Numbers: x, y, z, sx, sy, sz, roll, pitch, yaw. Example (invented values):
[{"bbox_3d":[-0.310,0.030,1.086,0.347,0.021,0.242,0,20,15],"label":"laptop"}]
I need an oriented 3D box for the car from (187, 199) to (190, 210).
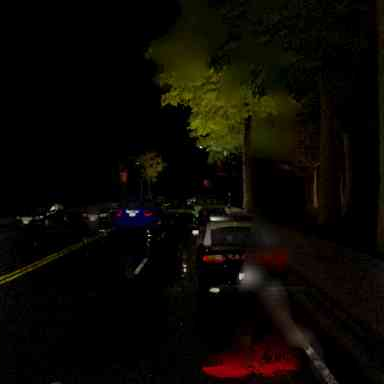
[{"bbox_3d":[0.325,1.599,44.387,1.994,1.385,4.181,0,0,0],"label":"car"}]

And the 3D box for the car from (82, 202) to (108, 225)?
[{"bbox_3d":[-6.435,1.503,24.065,2.128,1.511,4.902,0,0,0],"label":"car"}]

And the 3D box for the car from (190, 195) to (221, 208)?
[{"bbox_3d":[1.147,1.237,24.886,2.150,2.045,5.566,0,0,0],"label":"car"}]

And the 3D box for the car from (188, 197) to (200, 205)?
[{"bbox_3d":[0.407,1.614,61.141,2.033,1.411,5.357,0,0,0],"label":"car"}]

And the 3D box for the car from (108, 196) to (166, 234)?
[{"bbox_3d":[-3.013,1.230,19.566,2.150,2.045,5.566,0,0,0],"label":"car"}]

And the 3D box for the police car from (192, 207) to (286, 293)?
[{"bbox_3d":[1.042,1.425,8.965,1.930,1.638,5.238,0,0,0],"label":"police car"}]

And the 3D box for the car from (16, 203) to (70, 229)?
[{"bbox_3d":[-9.699,1.501,21.902,2.128,1.511,4.902,0,0,0],"label":"car"}]

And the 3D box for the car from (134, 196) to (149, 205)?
[{"bbox_3d":[-9.397,1.560,62.113,2.128,1.511,4.902,0,0,1],"label":"car"}]

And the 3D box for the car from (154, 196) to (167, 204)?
[{"bbox_3d":[-6.105,1.552,65.049,1.882,1.535,5.008,0,0,1],"label":"car"}]

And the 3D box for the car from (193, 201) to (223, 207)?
[{"bbox_3d":[1.107,1.512,18.856,1.837,1.490,4.892,0,0,0],"label":"car"}]
